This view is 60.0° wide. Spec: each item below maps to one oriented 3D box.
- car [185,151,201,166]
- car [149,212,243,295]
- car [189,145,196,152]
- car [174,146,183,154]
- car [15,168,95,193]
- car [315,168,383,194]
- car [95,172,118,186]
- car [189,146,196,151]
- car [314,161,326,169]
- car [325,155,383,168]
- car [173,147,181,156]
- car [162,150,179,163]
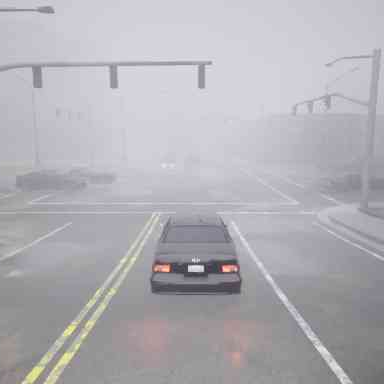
[{"bbox_3d":[0.116,-4.460,46.096,1.837,1.490,4.892,1,9,2],"label":"car"},{"bbox_3d":[0.086,1.219,8.389,2.033,1.411,5.357,0,4,0],"label":"car"},{"bbox_3d":[0.126,-12.026,91.705,2.097,1.767,4.553,0,9,0],"label":"car"},{"bbox_3d":[-3.402,-8.502,71.188,2.033,1.411,5.357,0,9,0],"label":"car"},{"bbox_3d":[-9.792,-0.783,23.419,4.902,1.511,2.128,0,9,0],"label":"car"},{"bbox_3d":[11.756,-0.718,23.331,5.357,1.411,2.033,0,9,0],"label":"car"},{"bbox_3d":[-8.465,-1.237,26.886,4.718,1.301,1.895,0,9,0],"label":"car"},{"bbox_3d":[0.113,-10.165,81.758,1.895,1.301,4.718,0,9,0],"label":"car"},{"bbox_3d":[16.326,-3.050,37.318,4.902,1.511,2.128,0,9,0],"label":"car"},{"bbox_3d":[17.070,-2.754,33.813,5.566,2.045,2.150,0,9,1],"label":"car"},{"bbox_3d":[-3.483,-6.880,60.992,1.837,1.490,4.892,0,9,0],"label":"car"},{"bbox_3d":[-3.525,-5.296,51.514,2.033,1.411,5.357,0,9,0],"label":"car"}]
